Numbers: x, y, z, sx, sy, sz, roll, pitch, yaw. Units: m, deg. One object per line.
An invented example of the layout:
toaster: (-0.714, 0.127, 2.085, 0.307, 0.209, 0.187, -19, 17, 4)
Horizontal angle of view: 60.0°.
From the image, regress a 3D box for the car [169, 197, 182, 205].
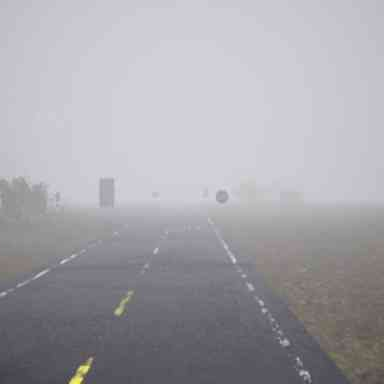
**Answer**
car: (-2.742, 1.550, 57.080, 1.812, 1.442, 4.674, 0, 1, 0)
